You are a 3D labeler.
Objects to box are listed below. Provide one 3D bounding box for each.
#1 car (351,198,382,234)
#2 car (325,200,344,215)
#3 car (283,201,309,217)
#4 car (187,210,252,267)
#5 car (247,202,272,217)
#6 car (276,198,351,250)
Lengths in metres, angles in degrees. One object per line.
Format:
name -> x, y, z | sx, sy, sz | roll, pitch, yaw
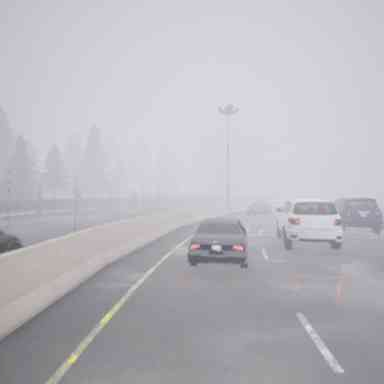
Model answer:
car -> 9.826, 1.356, 20.423 | 2.150, 2.045, 5.566 | 0, 0, 14
car -> 16.287, 1.743, 37.889 | 1.837, 1.490, 4.892 | 0, 0, 26
car -> 10.989, 1.744, 34.847 | 2.033, 1.411, 5.357 | 0, 0, 23
car -> 1.019, 1.599, 11.686 | 2.033, 1.411, 5.357 | 0, 0, 8
car -> 6.986, 1.720, 34.291 | 2.033, 1.411, 5.357 | 0, 0, 22
car -> 5.104, 1.309, 15.008 | 2.150, 2.045, 5.566 | 0, 0, 10
